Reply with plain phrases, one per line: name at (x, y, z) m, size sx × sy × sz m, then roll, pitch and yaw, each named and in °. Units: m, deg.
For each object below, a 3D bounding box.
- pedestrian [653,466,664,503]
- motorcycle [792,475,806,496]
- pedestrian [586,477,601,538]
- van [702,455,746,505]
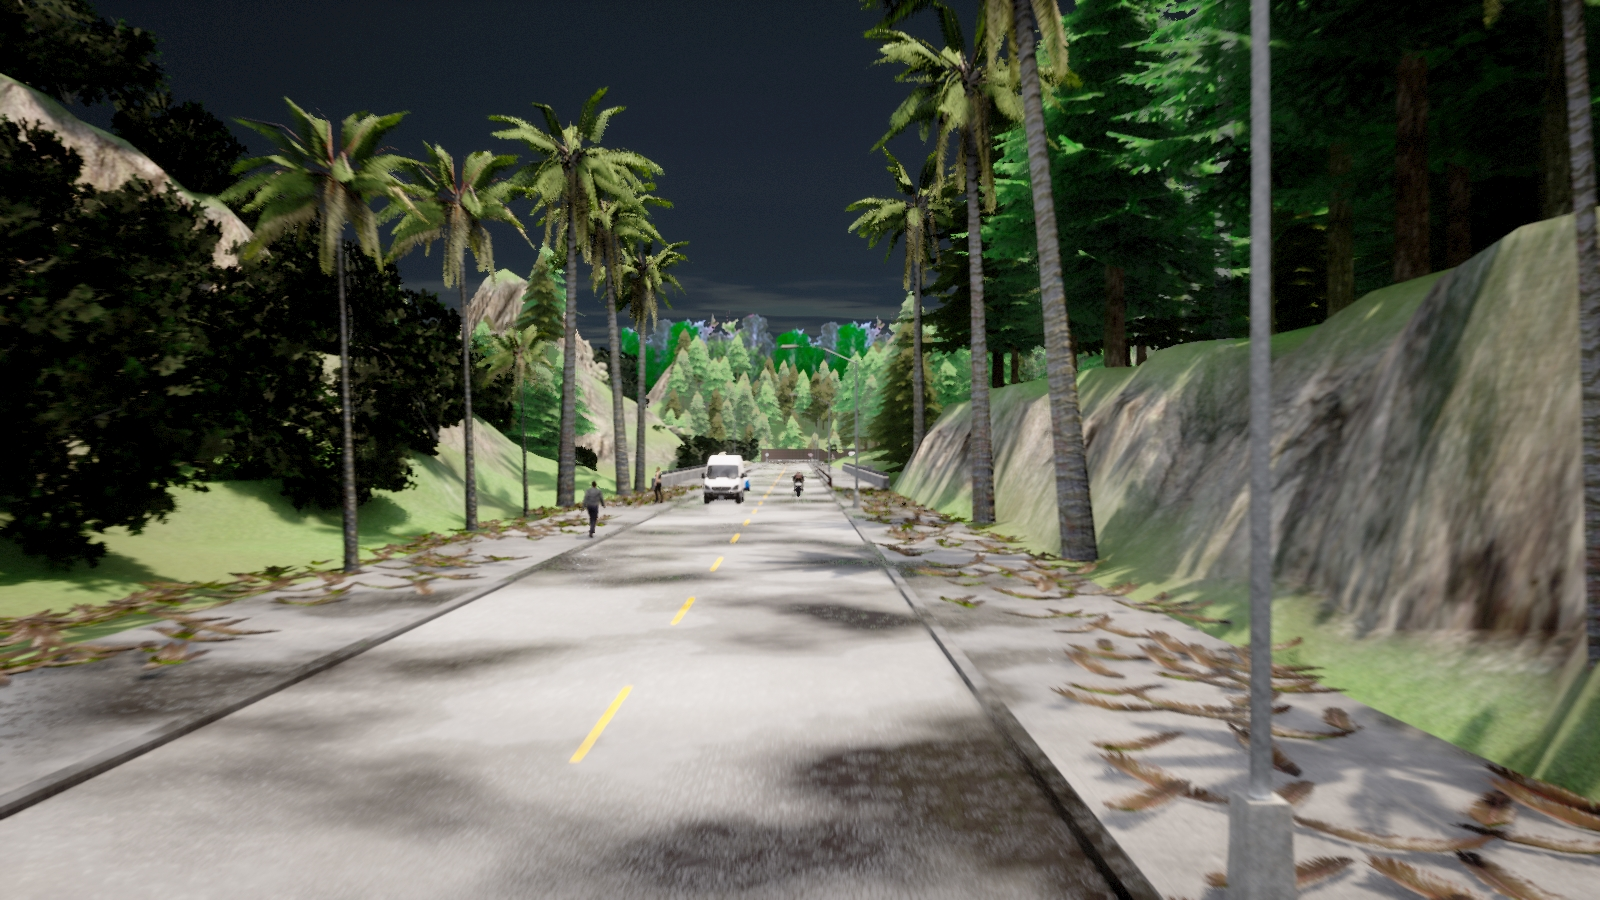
pedestrian at (-7.308, 1.778, 58.999) m, size 0.375 × 1.860 × 0.375 m, roll 0°, pitch 0°, yaw 28°
motorcycle at (-0.088, 2.247, 72.049) m, size 0.867 × 1.251 × 2.209 m, roll 0°, pitch 0°, yaw 0°
pedestrian at (-6.364, 1.764, 35.182) m, size 0.375 × 1.860 × 0.375 m, roll 0°, pitch 0°, yaw 3°
van at (-4.065, 1.571, 62.057) m, size 1.988 × 2.561 × 5.915 m, roll 0°, pitch 0°, yaw 0°
